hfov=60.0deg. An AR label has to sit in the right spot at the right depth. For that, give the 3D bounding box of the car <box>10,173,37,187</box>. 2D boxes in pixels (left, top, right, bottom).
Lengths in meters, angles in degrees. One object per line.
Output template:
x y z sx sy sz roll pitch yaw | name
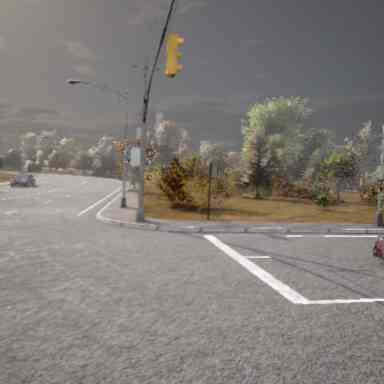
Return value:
-22.411 -1.601 44.284 2.097 1.767 4.553 2 3 -8 | car

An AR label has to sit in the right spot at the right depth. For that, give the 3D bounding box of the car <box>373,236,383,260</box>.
7.270 1.463 9.113 4.181 1.385 1.994 2 2 -12 | car
